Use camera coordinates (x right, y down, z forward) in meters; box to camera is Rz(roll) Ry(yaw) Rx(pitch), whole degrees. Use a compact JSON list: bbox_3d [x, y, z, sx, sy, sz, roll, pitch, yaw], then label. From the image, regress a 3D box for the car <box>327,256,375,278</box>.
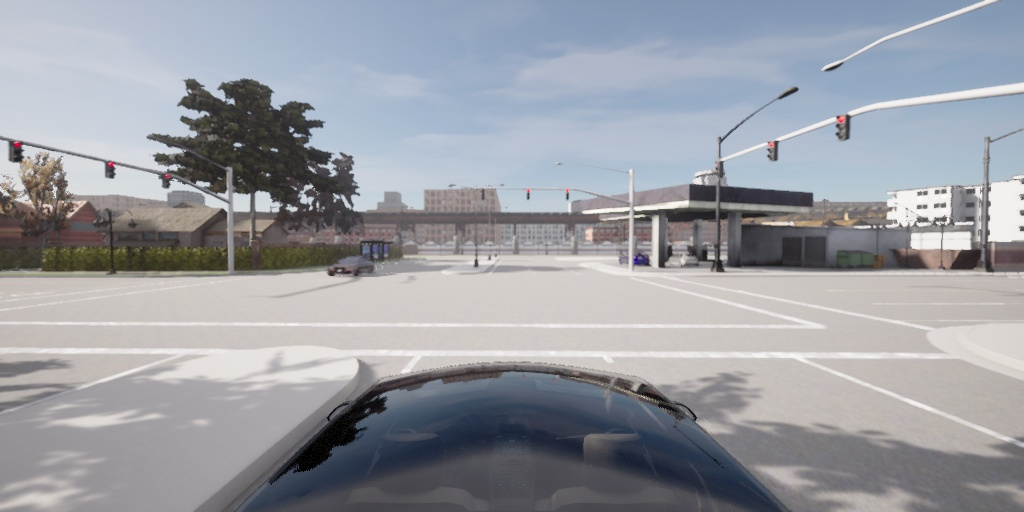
[{"bbox_3d":[-11.499,0.727,25.893,1.994,1.385,4.181,0,1,0],"label":"car"}]
